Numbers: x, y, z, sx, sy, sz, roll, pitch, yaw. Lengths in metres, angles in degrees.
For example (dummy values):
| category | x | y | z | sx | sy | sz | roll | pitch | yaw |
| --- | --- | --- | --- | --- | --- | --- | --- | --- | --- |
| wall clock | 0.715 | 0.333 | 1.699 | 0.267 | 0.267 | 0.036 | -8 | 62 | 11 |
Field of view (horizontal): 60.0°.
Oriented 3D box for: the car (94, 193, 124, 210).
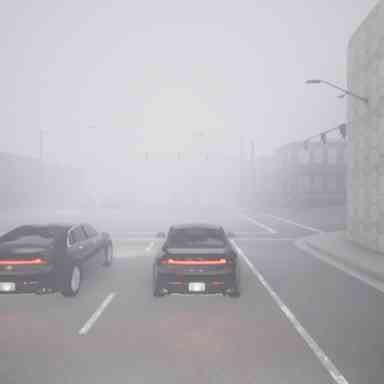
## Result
| category | x | y | z | sx | sy | sz | roll | pitch | yaw |
| --- | --- | --- | --- | --- | --- | --- | --- | --- | --- |
| car | -10.454 | 1.293 | 42.339 | 2.097 | 1.767 | 4.553 | 0 | 0 | 0 |

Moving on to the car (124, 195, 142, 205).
| category | x | y | z | sx | sy | sz | roll | pitch | yaw |
| --- | --- | --- | --- | --- | --- | --- | --- | --- | --- |
| car | -10.388 | 1.271 | 56.691 | 2.097 | 1.767 | 4.553 | 0 | 0 | 1 |

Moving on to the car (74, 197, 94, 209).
| category | x | y | z | sx | sy | sz | roll | pitch | yaw |
| --- | --- | --- | --- | --- | --- | --- | --- | --- | --- |
| car | -13.946 | 1.429 | 43.757 | 2.128 | 1.511 | 4.902 | 0 | 0 | 0 |

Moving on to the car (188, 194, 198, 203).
| category | x | y | z | sx | sy | sz | roll | pitch | yaw |
| --- | --- | --- | --- | --- | --- | --- | --- | --- | --- |
| car | 0.221 | 1.255 | 68.247 | 2.097 | 1.767 | 4.553 | 0 | 0 | 0 |

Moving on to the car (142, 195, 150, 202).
| category | x | y | z | sx | sy | sz | roll | pitch | yaw |
| --- | --- | --- | --- | --- | --- | --- | --- | --- | --- |
| car | -10.268 | 1.440 | 71.523 | 1.994 | 1.385 | 4.181 | 0 | 0 | 0 |

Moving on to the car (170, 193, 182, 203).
| category | x | y | z | sx | sy | sz | roll | pitch | yaw |
| --- | --- | --- | --- | --- | --- | --- | --- | --- | --- |
| car | -3.279 | 1.124 | 68.314 | 2.150 | 2.045 | 5.566 | 0 | 0 | 0 |

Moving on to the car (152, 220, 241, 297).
| category | x | y | z | sx | sy | sz | roll | pitch | yaw |
| --- | --- | --- | --- | --- | --- | --- | --- | --- | --- |
| car | 0.106 | 1.493 | 8.536 | 1.837 | 1.490 | 4.892 | 0 | 0 | 0 |

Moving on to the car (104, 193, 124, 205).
| category | x | y | z | sx | sy | sz | roll | pitch | yaw |
| --- | --- | --- | --- | --- | --- | --- | --- | --- | --- |
| car | -13.858 | 1.140 | 59.185 | 2.150 | 2.045 | 5.566 | 0 | 0 | 1 |

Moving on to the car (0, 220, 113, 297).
| category | x | y | z | sx | sy | sz | roll | pitch | yaw |
| --- | --- | --- | --- | --- | --- | --- | --- | --- | --- |
| car | -3.394 | 1.493 | 8.553 | 1.837 | 1.490 | 4.892 | 0 | 0 | 0 |
